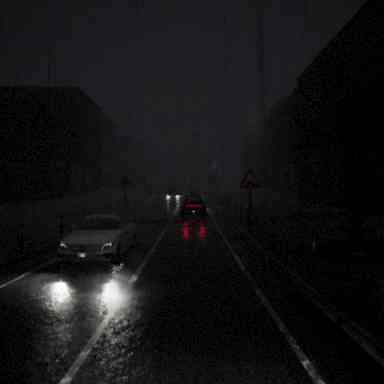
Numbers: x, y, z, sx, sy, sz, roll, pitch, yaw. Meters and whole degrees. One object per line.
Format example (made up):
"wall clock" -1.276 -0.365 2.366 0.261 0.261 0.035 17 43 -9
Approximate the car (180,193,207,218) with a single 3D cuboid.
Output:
"car" 0.115 1.116 25.960 2.128 1.511 4.902 0 1 0

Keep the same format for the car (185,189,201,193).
"car" 0.116 0.318 42.827 2.128 1.511 4.902 0 4 0

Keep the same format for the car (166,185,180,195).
"car" -2.984 -0.349 54.061 1.837 1.490 4.892 0 3 1

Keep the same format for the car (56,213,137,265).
"car" -3.091 1.489 11.700 1.812 1.442 4.674 0 0 0
